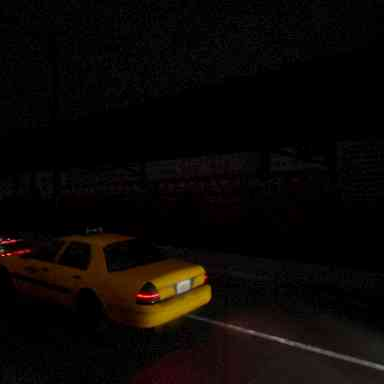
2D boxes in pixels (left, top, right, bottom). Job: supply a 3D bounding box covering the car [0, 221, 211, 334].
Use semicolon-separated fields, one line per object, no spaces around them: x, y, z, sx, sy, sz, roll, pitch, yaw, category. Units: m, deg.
-2.200;1.480;6.798;5.366;1.575;1.801;0;0;36;car
